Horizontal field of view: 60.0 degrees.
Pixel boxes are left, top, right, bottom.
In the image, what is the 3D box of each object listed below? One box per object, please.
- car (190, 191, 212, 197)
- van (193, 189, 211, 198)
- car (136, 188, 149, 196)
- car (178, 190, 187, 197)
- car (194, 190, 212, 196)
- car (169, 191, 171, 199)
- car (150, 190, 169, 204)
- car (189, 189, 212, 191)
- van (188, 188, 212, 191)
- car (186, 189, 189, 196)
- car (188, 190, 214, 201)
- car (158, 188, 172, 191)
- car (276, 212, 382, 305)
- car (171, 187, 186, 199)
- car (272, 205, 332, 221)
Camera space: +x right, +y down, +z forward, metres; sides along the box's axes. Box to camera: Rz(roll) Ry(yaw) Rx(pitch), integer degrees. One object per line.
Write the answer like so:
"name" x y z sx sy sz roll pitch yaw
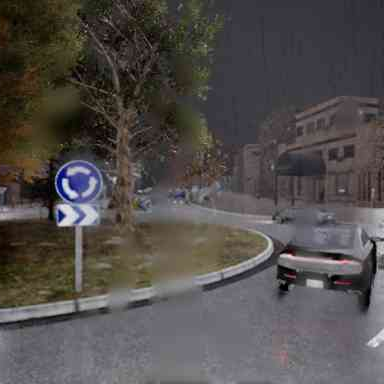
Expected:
"car" 2.188 0.481 82.140 5.366 1.575 1.946 0 2 3
"van" 2.380 0.333 79.392 4.442 1.987 1.878 0 2 2
"car" -13.801 0.211 89.902 2.097 1.535 5.008 0 2 5
"car" -2.392 0.316 82.869 1.837 1.490 4.892 0 2 3
"car" 3.092 0.178 93.024 4.892 1.521 2.231 0 2 5
"car" -5.643 0.998 62.756 1.994 1.385 4.181 0 1 0
"car" -5.172 0.994 52.707 2.097 1.767 4.553 0 1 -4
"car" 2.105 0.762 65.846 4.553 1.767 2.185 0 1 0
"van" 1.973 0.598 68.601 4.442 1.987 1.878 0 1 0
"car" 2.127 0.510 71.344 5.566 2.045 2.435 0 1 1
"car" 2.052 0.949 63.095 4.892 1.521 2.231 0 1 0
"car" -5.682 0.563 72.694 2.097 1.767 4.553 0 1 1
"car" 3.551 1.520 8.377 2.128 1.511 4.902 0 0 30
"car" -2.682 0.445 72.538 2.150 2.045 5.566 0 1 1
"car" 7.712 1.614 23.270 1.994 1.385 4.181 0 0 -39
